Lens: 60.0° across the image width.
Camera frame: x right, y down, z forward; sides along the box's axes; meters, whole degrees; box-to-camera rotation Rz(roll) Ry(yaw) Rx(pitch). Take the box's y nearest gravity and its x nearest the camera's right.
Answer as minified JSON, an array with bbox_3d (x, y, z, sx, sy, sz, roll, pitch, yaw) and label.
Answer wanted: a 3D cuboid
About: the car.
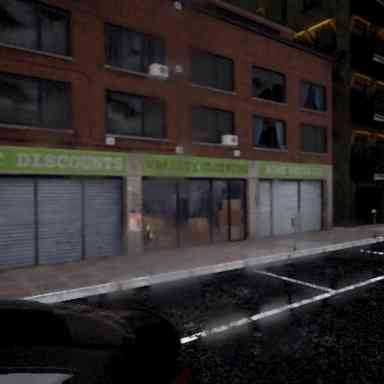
[{"bbox_3d":[-2.089,1.530,1.881,4.674,1.442,1.812,-1,0,-35],"label":"car"}]
